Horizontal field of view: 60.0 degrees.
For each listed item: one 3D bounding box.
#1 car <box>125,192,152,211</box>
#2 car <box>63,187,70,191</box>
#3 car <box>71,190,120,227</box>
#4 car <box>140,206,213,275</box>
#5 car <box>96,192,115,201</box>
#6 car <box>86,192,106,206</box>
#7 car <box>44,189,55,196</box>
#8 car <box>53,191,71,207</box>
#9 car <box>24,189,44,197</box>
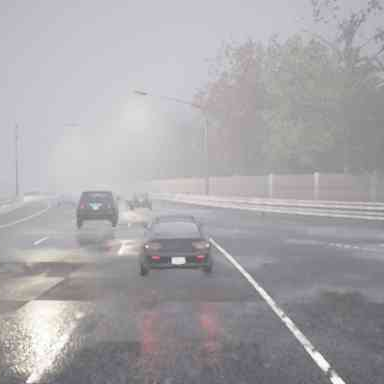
[{"bbox_3d":[-5.261,0.796,32.430,2.097,1.767,4.553,0,1,-17],"label":"car"},{"bbox_3d":[-32.472,0.076,85.901,1.837,1.490,4.892,-1,1,-25],"label":"car"},{"bbox_3d":[-5.575,0.882,20.076,2.150,2.045,5.566,0,1,-11],"label":"car"},{"bbox_3d":[-0.539,1.354,9.832,1.812,1.442,4.674,0,1,-6],"label":"car"},{"bbox_3d":[-13.851,0.704,53.204,1.895,1.301,4.718,-1,1,-28],"label":"car"},{"bbox_3d":[-11.801,0.795,40.650,1.882,1.535,5.008,0,1,-23],"label":"car"},{"bbox_3d":[-30.552,0.165,71.275,2.128,1.511,4.902,-1,1,-43],"label":"car"},{"bbox_3d":[-14.408,0.917,37.953,2.033,1.411,5.357,0,1,-22],"label":"car"},{"bbox_3d":[-33.204,0.163,68.991,1.882,1.535,5.008,-1,1,-43],"label":"car"}]
